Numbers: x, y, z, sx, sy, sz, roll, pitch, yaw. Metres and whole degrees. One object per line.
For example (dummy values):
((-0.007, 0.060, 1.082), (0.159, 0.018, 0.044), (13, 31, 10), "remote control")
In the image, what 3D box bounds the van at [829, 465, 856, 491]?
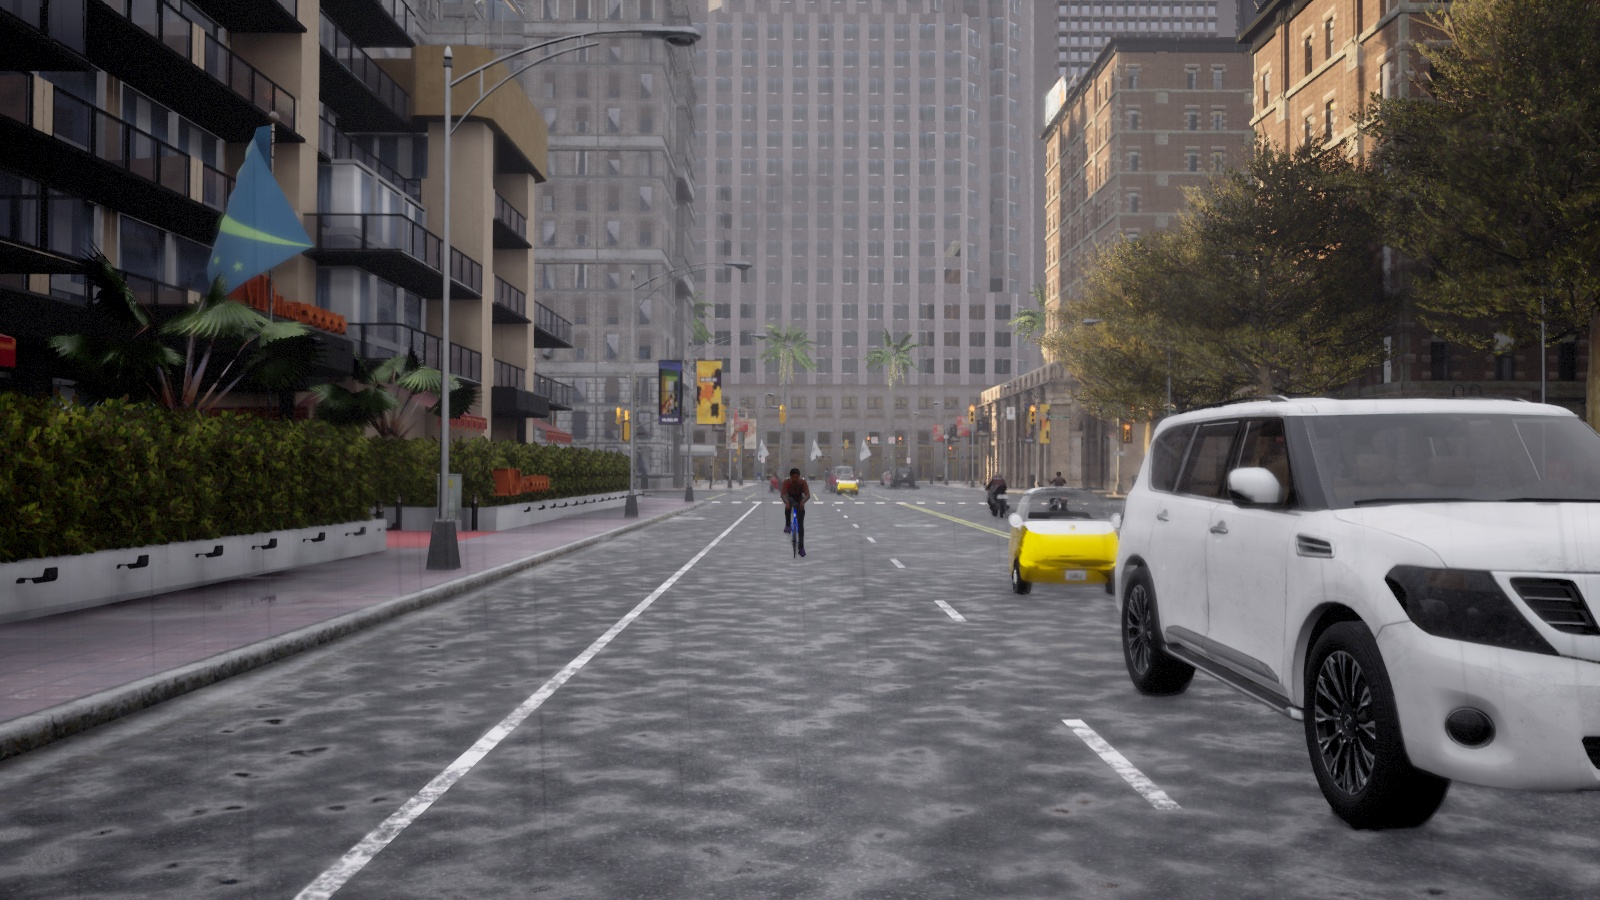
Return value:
((3.304, 2.211, 98.259), (1.775, 1.987, 4.442), (0, -1, -3), "van")

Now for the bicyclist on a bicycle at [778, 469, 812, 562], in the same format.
((-0.083, 1.149, 22.632), (0.582, 1.620, 1.656), (0, -1, 0), "bicyclist on a bicycle")

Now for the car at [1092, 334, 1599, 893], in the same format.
((3.469, 0.645, 7.403), (2.150, 2.045, 5.566), (0, -1, 0), "car")

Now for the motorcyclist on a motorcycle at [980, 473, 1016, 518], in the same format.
((6.842, 1.556, 43.521), (0.866, 1.530, 2.191), (0, -1, 0), "motorcyclist on a motorcycle")

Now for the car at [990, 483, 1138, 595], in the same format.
((3.439, 1.136, 16.667), (1.481, 1.376, 2.207), (0, -2, 0), "car")

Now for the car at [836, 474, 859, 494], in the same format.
((3.196, 2.279, 84.380), (1.481, 1.376, 2.207), (0, -1, 0), "car")
